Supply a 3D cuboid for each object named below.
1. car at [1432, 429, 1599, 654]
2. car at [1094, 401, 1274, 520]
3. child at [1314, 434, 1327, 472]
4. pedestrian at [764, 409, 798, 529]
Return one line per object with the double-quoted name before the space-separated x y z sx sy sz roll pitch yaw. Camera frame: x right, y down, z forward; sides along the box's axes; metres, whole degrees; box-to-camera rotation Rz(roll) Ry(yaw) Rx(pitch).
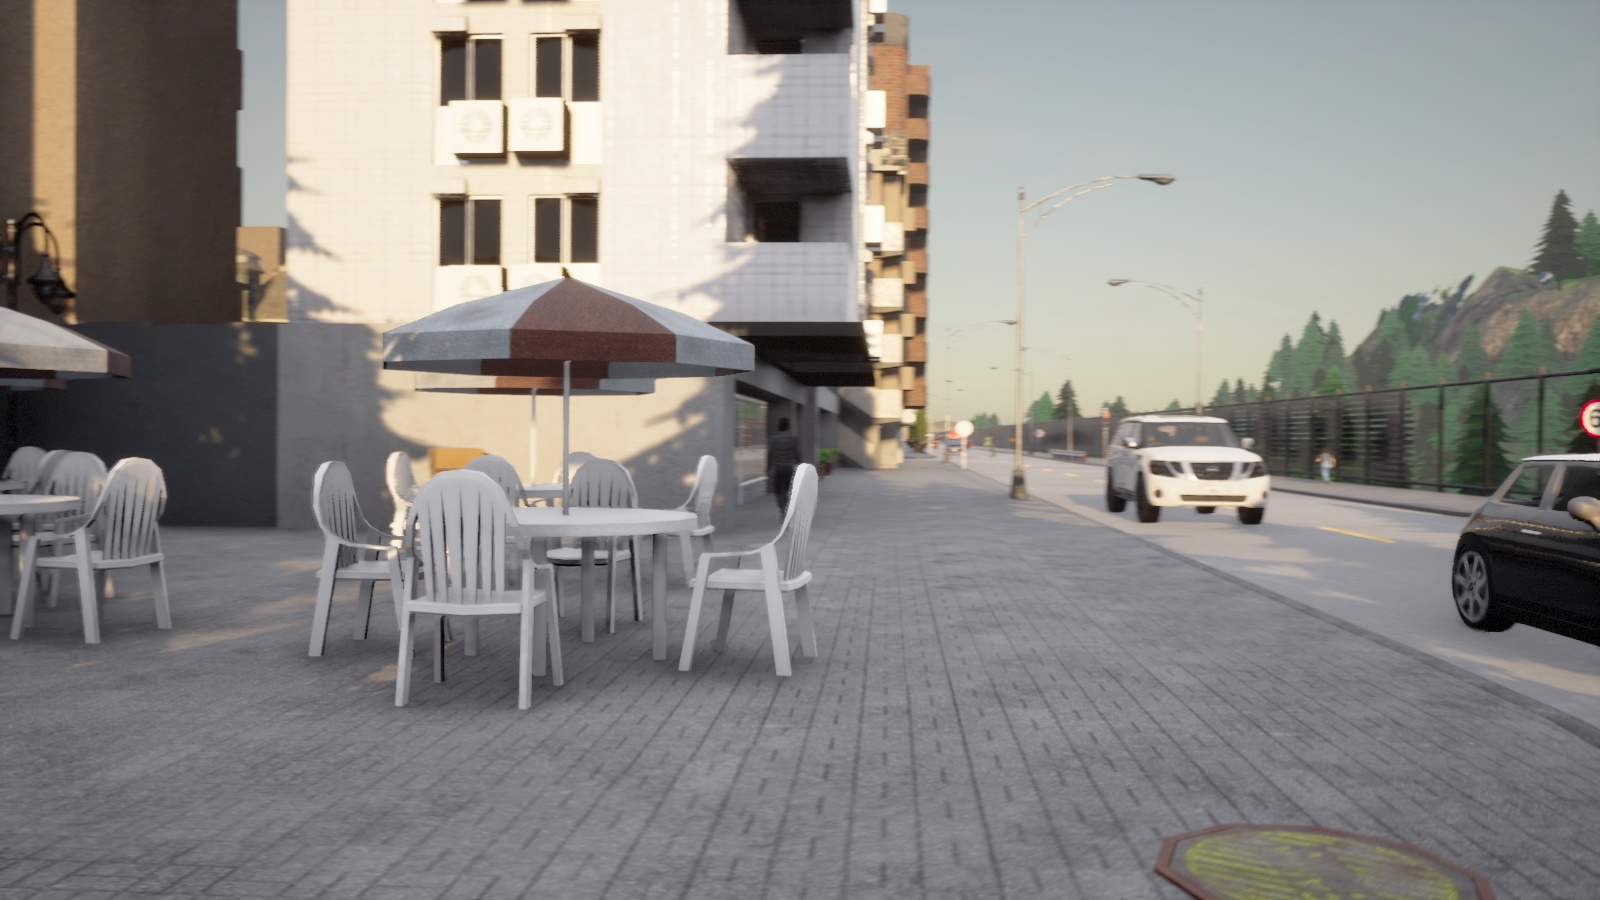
"car" 6.301 0.588 8.843 1.970 1.475 3.806 -1 1 4
"car" 7.354 0.154 24.714 2.150 2.045 5.566 -1 1 4
"child" 17.645 0.099 42.562 0.270 1.263 0.437 -1 1 2
"pedestrian" -0.316 0.304 20.816 0.423 1.949 0.788 -1 1 -10
